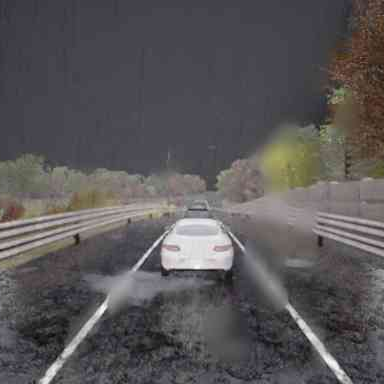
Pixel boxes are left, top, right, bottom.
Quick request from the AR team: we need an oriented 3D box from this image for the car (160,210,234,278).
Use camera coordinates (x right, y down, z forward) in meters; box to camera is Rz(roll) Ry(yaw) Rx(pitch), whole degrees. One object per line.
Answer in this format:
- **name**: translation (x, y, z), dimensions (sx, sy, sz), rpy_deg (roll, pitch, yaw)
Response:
- **car**: translation (0.163, 1.444, 9.756), dimensions (1.812, 1.442, 4.674), rpy_deg (0, -1, 1)

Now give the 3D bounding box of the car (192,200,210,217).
- **car**: translation (1.232, 2.201, 44.208), dimensions (2.150, 2.045, 5.566), rpy_deg (0, -3, 4)

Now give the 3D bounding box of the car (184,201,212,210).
- **car**: translation (0.457, 1.607, 24.735), dimensions (2.128, 1.511, 4.902), rpy_deg (0, -2, 1)

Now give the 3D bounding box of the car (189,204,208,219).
- **car**: translation (0.753, 1.994, 34.486), dimensions (1.812, 1.442, 4.674), rpy_deg (0, -3, 2)
